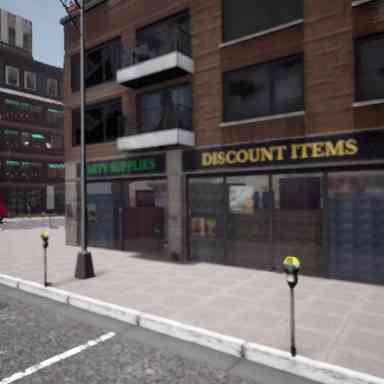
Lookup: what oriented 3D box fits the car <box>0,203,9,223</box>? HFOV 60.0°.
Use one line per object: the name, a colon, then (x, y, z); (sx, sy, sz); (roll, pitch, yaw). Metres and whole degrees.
car: (-19.117, 1.941, 29.745); (2.192, 1.841, 5.009); (-2, -2, 35)
